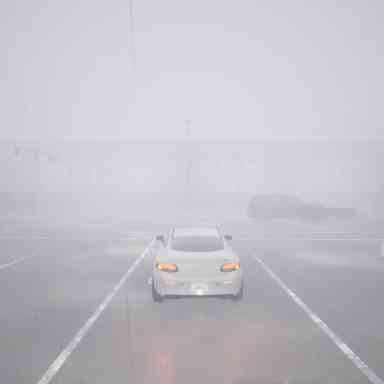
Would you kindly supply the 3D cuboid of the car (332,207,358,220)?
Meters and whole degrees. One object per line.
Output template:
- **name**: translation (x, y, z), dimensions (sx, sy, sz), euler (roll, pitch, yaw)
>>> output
- **car**: translation (10.974, 1.562, 27.471), dimensions (4.718, 1.301, 1.895), euler (0, 0, 2)

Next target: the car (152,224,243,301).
- **car**: translation (0.075, 1.527, 8.210), dimensions (1.812, 1.442, 4.674), euler (0, 0, -1)

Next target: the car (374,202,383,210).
- **car**: translation (23.307, 1.397, 37.840), dimensions (4.674, 1.442, 1.812), euler (-1, 0, 2)

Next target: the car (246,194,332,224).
- **car**: translation (6.701, 1.194, 24.079), dimensions (5.566, 2.045, 2.150), euler (0, 0, 2)
